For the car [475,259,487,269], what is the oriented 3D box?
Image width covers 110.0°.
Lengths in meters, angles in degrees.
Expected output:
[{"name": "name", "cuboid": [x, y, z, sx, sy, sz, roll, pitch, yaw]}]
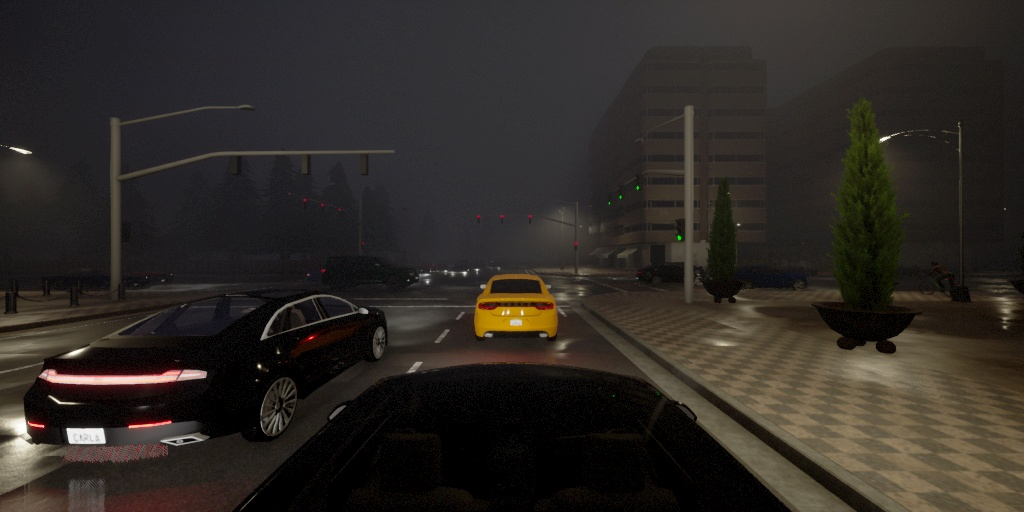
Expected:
[{"name": "car", "cuboid": [-5.515, 1.255, 57.731, 1.837, 1.490, 4.892, 0, 0, 15]}]

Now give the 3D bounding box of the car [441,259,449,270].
[{"name": "car", "cuboid": [-9.795, 1.228, 52.998, 1.882, 1.535, 5.008, 0, 0, 7]}]

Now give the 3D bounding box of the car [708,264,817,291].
[{"name": "car", "cuboid": [15.110, 1.283, 21.802, 5.008, 1.535, 1.882, 0, 0, 0]}]

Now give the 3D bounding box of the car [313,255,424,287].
[{"name": "car", "cuboid": [-8.552, 0.985, 21.729, 5.566, 2.045, 2.150, 0, 0, 0]}]

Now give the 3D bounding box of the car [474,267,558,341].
[{"name": "car", "cuboid": [0.103, 1.228, 9.909, 1.882, 1.535, 5.008, 0, 0, 0]}]

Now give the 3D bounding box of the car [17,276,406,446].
[{"name": "car", "cuboid": [-3.425, 1.242, 5.325, 2.128, 1.511, 4.902, 0, 0, 0]}]

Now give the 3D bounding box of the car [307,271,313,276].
[{"name": "car", "cuboid": [-11.487, 1.318, 25.225, 5.357, 1.411, 2.033, 0, 0, 0]}]

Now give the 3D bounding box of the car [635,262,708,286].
[{"name": "car", "cuboid": [11.232, 1.312, 25.291, 4.892, 1.490, 1.837, 0, 0, 0]}]

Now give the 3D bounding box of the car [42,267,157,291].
[{"name": "car", "cuboid": [-24.951, 1.406, 21.676, 4.718, 1.301, 1.895, 0, 0, 0]}]

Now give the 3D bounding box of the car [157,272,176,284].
[{"name": "car", "cuboid": [-26.721, 1.406, 25.171, 4.718, 1.301, 1.895, 0, 0, 0]}]

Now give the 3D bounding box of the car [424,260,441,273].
[{"name": "car", "cuboid": [-10.387, 1.351, 43.613, 1.895, 1.301, 4.718, 0, 0, 1]}]

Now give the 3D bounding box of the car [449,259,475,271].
[{"name": "car", "cuboid": [-6.678, 1.228, 48.397, 1.882, 1.535, 5.008, 0, 0, 3]}]

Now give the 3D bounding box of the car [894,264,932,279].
[{"name": "car", "cuboid": [34.909, 1.406, 32.554, 4.718, 1.301, 1.895, 0, 0, 0]}]

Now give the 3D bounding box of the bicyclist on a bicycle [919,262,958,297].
[{"name": "bicyclist on a bicycle", "cuboid": [20.280, 1.106, 17.035, 0.582, 1.620, 1.656, 0, 0, 0]}]
